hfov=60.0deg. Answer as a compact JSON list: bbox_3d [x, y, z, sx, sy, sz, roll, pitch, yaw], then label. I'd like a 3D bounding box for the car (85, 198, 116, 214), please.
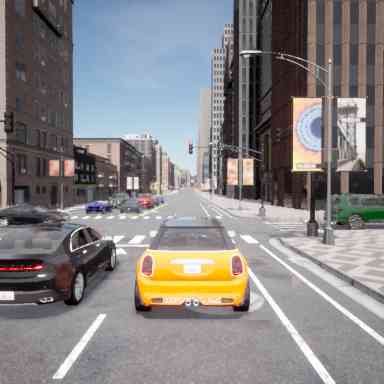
[{"bbox_3d":[-9.852,1.616,35.559,1.895,1.301,4.718,0,0,0],"label":"car"}]

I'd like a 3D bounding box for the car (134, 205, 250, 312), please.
[{"bbox_3d":[0.010,1.351,7.887,2.097,1.767,4.553,0,0,0],"label":"car"}]

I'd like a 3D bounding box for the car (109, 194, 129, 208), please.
[{"bbox_3d":[-9.846,1.244,45.319,2.150,2.045,5.566,0,0,1],"label":"car"}]

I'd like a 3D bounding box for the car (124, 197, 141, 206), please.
[{"bbox_3d":[-9.821,1.591,55.277,1.994,1.385,4.181,0,0,2],"label":"car"}]

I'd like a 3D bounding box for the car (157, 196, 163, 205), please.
[{"bbox_3d":[-6.587,1.592,55.969,1.994,1.385,4.181,0,0,0],"label":"car"}]

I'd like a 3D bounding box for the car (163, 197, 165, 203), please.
[{"bbox_3d":[-6.535,1.508,66.042,1.882,1.535,5.008,0,0,1],"label":"car"}]

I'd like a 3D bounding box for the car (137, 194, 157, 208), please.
[{"bbox_3d":[-6.602,1.244,45.996,2.150,2.045,5.566,0,0,1],"label":"car"}]

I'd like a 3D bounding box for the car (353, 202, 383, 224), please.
[{"bbox_3d":[13.985,1.470,23.557,4.181,1.385,1.994,0,1,0],"label":"car"}]

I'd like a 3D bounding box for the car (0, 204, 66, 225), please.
[{"bbox_3d":[-10.199,1.527,21.221,4.674,1.442,1.812,0,0,3],"label":"car"}]

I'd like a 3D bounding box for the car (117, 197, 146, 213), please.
[{"bbox_3d":[-6.603,1.580,36.719,1.994,1.385,4.181,0,0,0],"label":"car"}]

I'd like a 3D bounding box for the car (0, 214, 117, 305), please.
[{"bbox_3d":[-3.154,1.504,8.031,1.837,1.490,4.892,0,0,0],"label":"car"}]

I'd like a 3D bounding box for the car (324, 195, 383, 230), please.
[{"bbox_3d":[11.063,1.193,20.373,5.566,2.045,2.150,0,1,0],"label":"car"}]
